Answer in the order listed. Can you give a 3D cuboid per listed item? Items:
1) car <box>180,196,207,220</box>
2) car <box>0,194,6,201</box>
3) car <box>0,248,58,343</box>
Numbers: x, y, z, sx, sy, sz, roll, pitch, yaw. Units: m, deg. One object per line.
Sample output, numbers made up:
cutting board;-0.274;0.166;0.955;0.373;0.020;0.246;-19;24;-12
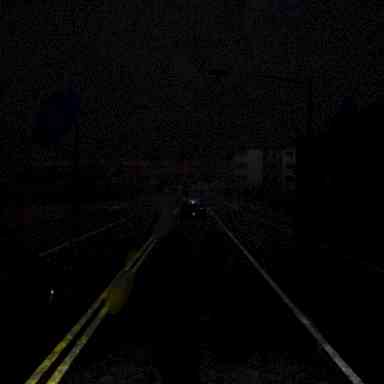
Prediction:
car;0.121;1.349;26.104;2.128;1.511;4.902;0;0;0
car;-45.931;1.376;76.762;3.806;1.475;1.970;-1;0;-1
car;-3.577;1.535;4.699;1.994;1.385;4.181;0;1;0
